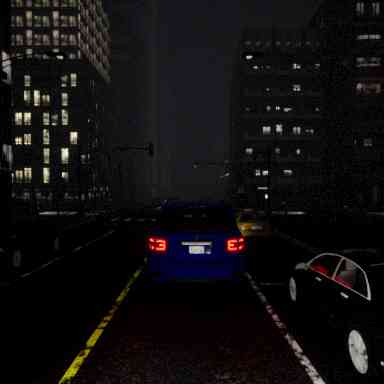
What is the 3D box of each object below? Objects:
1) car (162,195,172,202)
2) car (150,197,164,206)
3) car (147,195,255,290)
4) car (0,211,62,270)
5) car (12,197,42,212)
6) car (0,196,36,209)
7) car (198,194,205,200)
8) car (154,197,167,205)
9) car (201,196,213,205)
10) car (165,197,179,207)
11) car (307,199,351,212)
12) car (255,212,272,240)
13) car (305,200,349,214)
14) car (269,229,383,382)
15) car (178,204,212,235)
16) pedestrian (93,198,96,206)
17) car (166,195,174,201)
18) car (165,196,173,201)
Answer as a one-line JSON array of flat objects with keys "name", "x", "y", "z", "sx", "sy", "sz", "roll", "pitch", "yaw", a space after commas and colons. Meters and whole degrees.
[{"name": "car", "x": -5.735, "y": 1.531, "z": 77.123, "sx": 1.887, "sy": 1.381, "sz": 4.507, "roll": -1, "pitch": 0, "yaw": 0}, {"name": "car", "x": -5.726, "y": 1.514, "z": 54.336, "sx": 1.752, "sy": 1.417, "sz": 4.829, "roll": -1, "pitch": 0, "yaw": 0}, {"name": "car", "x": 0.092, "y": 1.219, "z": 9.177, "sx": 2.150, "sy": 2.045, "sz": 5.566, "roll": 0, "pitch": 0, "yaw": 0}, {"name": "car", "x": -5.838, "y": 1.542, "z": 10.964, "sx": 1.887, "sy": 1.381, "sz": 4.507, "roll": -1, "pitch": 0, "yaw": 0}, {"name": "car", "x": -17.831, "y": 1.442, "z": 34.363, "sx": 4.181, "sy": 1.385, "sz": 1.994, "roll": 0, "pitch": 1, "yaw": 1}, {"name": "car", "x": -21.679, "y": 1.275, "z": 40.175, "sx": 4.829, "sy": 1.417, "sz": 1.752, "roll": 0, "pitch": 0, "yaw": 1}, {"name": "car", "x": 2.637, "y": 1.425, "z": 94.091, "sx": 1.967, "sy": 1.590, "sz": 4.097, "roll": -1, "pitch": 0, "yaw": 0}, {"name": "car", "x": -5.728, "y": 1.554, "z": 60.160, "sx": 1.947, "sy": 1.339, "sz": 4.313, "roll": -1, "pitch": 0, "yaw": 0}, {"name": "car", "x": 2.652, "y": 1.539, "z": 60.164, "sx": 2.008, "sy": 1.369, "sz": 4.403, "roll": -1, "pitch": 0, "yaw": 0}, {"name": "car", "x": -3.114, "y": 1.553, "z": 52.632, "sx": 1.994, "sy": 1.385, "sz": 4.181, "roll": 0, "pitch": 0, "yaw": 0}, {"name": "car", "x": 16.297, "y": 1.623, "z": 39.693, "sx": 4.403, "sy": 1.369, "sz": 2.008, "roll": 0, "pitch": 0, "yaw": 1}, {"name": "car", "x": 2.799, "y": 1.521, "z": 16.724, "sx": 1.752, "sy": 1.417, "sz": 4.829, "roll": -1, "pitch": 0, "yaw": 0}, {"name": "car", "x": 14.865, "y": 1.667, "z": 37.128, "sx": 4.181, "sy": 1.385, "sz": 1.994, "roll": 0, "pitch": 1, "yaw": 1}, {"name": "car", "x": 2.804, "y": 1.549, "z": 5.265, "sx": 2.008, "sy": 1.369, "sz": 4.403, "roll": -1, "pitch": 0, "yaw": 0}, {"name": "car", "x": 0.089, "y": 1.520, "z": 19.692, "sx": 1.812, "sy": 1.442, "sz": 4.674, "roll": 0, "pitch": 0, "yaw": -2}, {"name": "pedestrian", "x": -12.567, "y": 1.300, "z": 43.026, "sx": 0.500, "sy": 1.100, "sz": 0.500, "roll": 0, "pitch": 0, "yaw": 1}, {"name": "car", "x": -5.739, "y": 1.530, "z": 88.433, "sx": 1.887, "sy": 1.381, "sz": 4.507, "roll": -1, "pitch": 0, "yaw": 0}, {"name": "car", "x": -5.736, "y": 1.568, "z": 82.778, "sx": 1.802, "sy": 1.307, "sz": 4.206, "roll": -1, "pitch": 0, "yaw": 0}]
